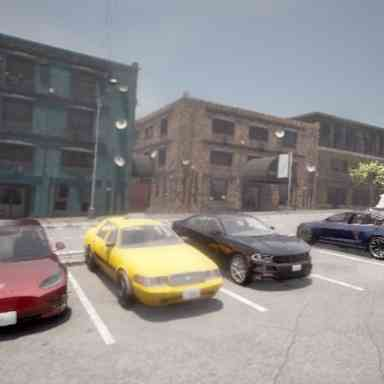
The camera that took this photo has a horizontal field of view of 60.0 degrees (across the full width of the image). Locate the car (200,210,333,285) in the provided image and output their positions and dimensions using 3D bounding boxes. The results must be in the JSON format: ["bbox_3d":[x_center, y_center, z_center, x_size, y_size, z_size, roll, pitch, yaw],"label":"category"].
[{"bbox_3d":[1.113,1.332,9.470,2.097,1.535,5.008,0,1,-28],"label":"car"}]

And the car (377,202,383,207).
[{"bbox_3d":[8.518,1.374,13.447,2.231,1.521,4.892,0,1,-28],"label":"car"}]

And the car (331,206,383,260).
[{"bbox_3d":[6.041,1.387,12.145,2.163,1.488,4.792,0,1,-28],"label":"car"}]

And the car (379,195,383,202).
[{"bbox_3d":[11.011,1.139,14.742,2.435,2.045,5.566,0,1,-28],"label":"car"}]

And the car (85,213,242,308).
[{"bbox_3d":[-1.264,1.324,7.977,1.946,1.575,5.366,0,1,-28],"label":"car"}]

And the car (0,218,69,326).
[{"bbox_3d":[-3.808,1.345,6.789,2.163,1.488,4.792,0,1,-28],"label":"car"}]
